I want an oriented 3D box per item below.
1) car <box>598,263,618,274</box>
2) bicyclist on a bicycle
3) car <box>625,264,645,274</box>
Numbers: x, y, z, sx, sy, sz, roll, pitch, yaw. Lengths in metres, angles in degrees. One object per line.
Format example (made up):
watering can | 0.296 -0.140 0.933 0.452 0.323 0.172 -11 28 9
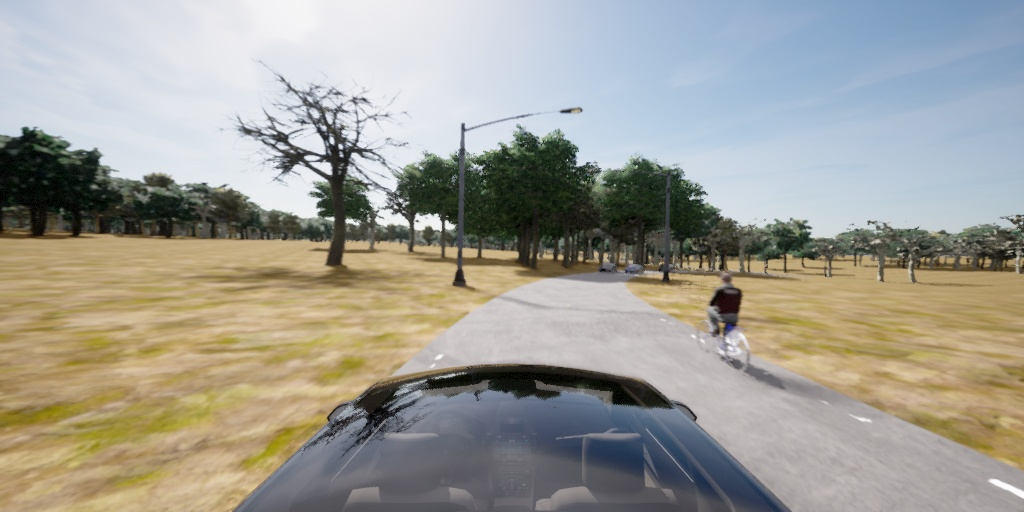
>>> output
car | 13.773 1.695 51.455 1.837 1.490 4.892 2 0 31
bicyclist on a bicycle | 4.042 1.202 6.972 0.659 1.776 1.843 1 0 3
car | 17.943 1.878 52.180 2.033 1.411 5.357 2 0 33
